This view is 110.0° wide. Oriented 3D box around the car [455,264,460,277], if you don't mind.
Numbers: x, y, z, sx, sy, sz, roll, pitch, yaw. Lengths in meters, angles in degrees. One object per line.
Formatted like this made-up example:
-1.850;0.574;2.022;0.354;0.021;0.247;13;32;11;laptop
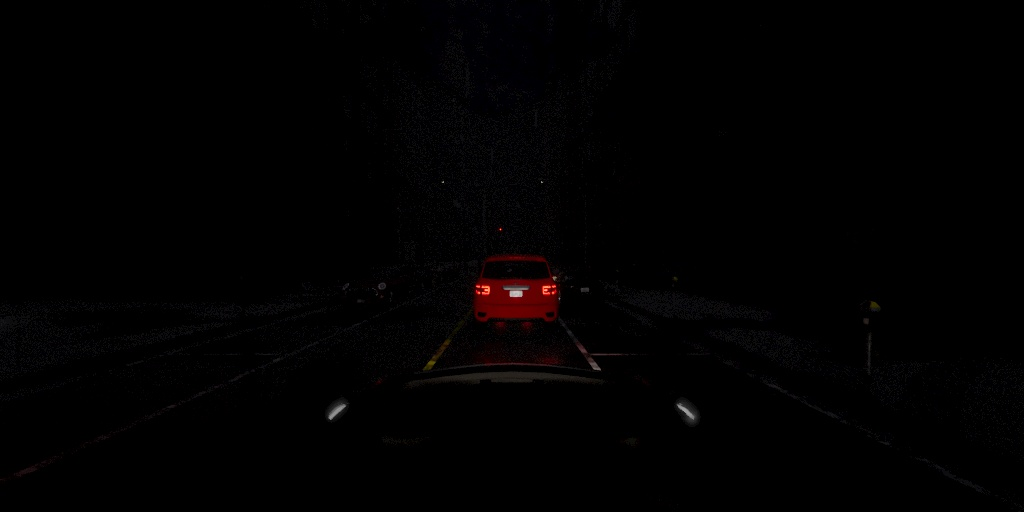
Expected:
-5.750;1.294;32.139;1.888;1.381;4.507;0;0;0;car

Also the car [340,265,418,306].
-5.758;1.188;15.623;1.967;1.591;4.097;0;0;0;car

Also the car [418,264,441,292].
-5.755;1.314;21.129;1.948;1.339;4.313;0;0;0;car

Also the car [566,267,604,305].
2.768;1.314;15.619;1.948;1.339;4.313;0;0;0;car

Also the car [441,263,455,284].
-5.753;1.299;26.634;2.007;1.370;4.403;0;0;0;car

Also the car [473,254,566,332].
0.106;0.970;10.981;2.150;2.045;5.566;0;0;0;car
